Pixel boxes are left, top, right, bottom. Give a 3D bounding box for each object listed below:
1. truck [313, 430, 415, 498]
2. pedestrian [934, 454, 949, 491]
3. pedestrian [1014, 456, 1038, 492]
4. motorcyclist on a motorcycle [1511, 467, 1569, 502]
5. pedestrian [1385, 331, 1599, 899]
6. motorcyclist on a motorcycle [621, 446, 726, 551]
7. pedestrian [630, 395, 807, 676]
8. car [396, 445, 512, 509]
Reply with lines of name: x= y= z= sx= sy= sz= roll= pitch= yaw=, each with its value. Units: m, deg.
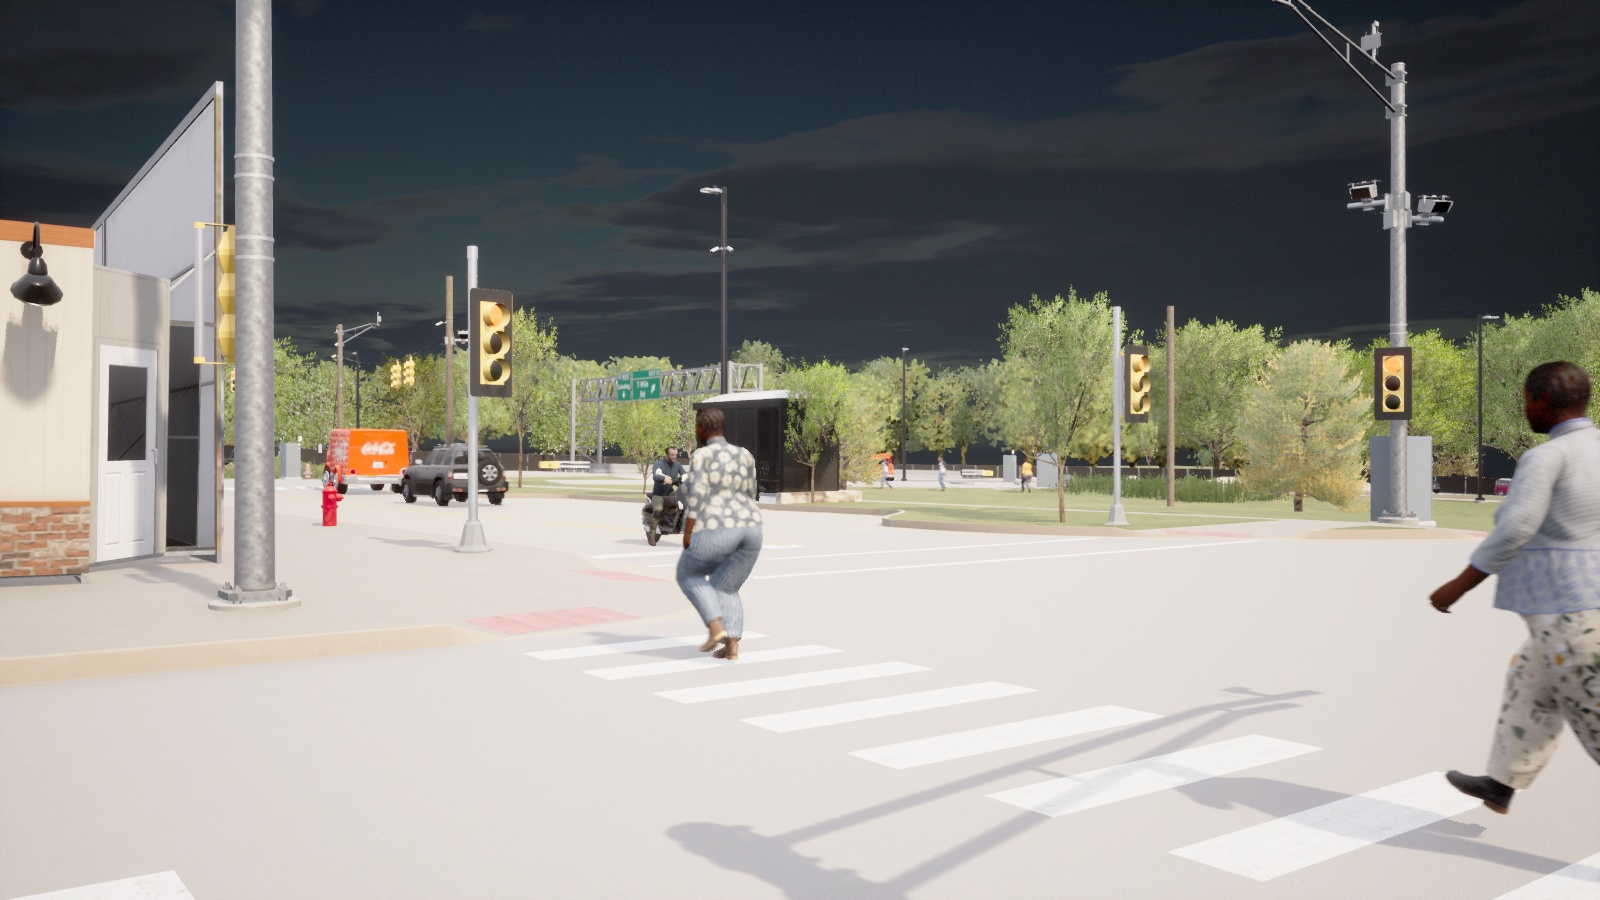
truck: x=-16.951 y=0.484 z=48.656 sx=2.627 sy=2.467 sz=5.204 roll=0 pitch=1 yaw=-32
pedestrian: x=7.249 y=1.145 z=64.271 sx=0.706 sy=1.836 sz=0.354 roll=0 pitch=0 yaw=-13
pedestrian: x=11.554 y=1.215 z=64.325 sx=0.874 sy=1.855 sz=0.900 roll=0 pitch=0 yaw=-18
motorcyclist on a motorcycle: x=36.430 y=1.689 z=61.827 sx=0.766 sy=1.649 sz=2.350 roll=0 pitch=0 yaw=-42
pedestrian: x=2.803 y=0.544 z=4.536 sx=0.874 sy=1.855 sz=0.900 roll=0 pitch=0 yaw=-28
motorcyclist on a motorcycle: x=-2.040 y=0.744 z=20.081 sx=0.866 sy=1.590 sz=1.817 roll=0 pitch=0 yaw=-36
pedestrian: x=-0.583 y=0.562 z=8.901 sx=0.874 sy=1.855 sz=0.900 roll=0 pitch=0 yaw=-42
car: x=-10.685 y=0.795 z=38.549 sx=1.932 sy=1.855 sz=4.605 roll=0 pitch=0 yaw=-36
